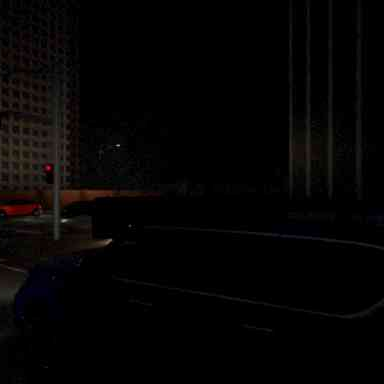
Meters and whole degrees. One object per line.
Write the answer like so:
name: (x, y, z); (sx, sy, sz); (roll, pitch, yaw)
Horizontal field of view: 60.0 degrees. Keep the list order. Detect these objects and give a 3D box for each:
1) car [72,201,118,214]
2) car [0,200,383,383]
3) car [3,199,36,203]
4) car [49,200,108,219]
car: (-10.536, 1.650, 36.574); (1.895, 1.301, 4.718); (0, 0, 35)
car: (0.223, 1.221, 3.833); (5.566, 2.045, 2.150); (0, 0, 36)
car: (-15.735, 1.401, 29.261); (2.097, 1.767, 4.553); (0, 0, 35)
car: (-10.349, 1.527, 30.799); (1.882, 1.535, 5.008); (0, 0, 35)
